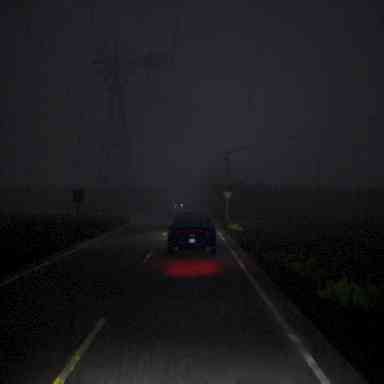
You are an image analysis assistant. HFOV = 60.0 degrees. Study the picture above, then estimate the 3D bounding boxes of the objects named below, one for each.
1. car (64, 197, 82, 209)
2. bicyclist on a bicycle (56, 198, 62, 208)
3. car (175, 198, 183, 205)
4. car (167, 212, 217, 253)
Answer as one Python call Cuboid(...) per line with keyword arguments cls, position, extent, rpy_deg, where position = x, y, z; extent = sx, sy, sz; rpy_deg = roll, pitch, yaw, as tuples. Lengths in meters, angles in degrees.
Cuboid(cls="car", position=(-17.204, 1.664, 47.807), extent=(1.905, 1.878, 3.866), rpy_deg=(0, -1, -31))
Cuboid(cls="bicyclist on a bicycle", position=(-20.653, 1.800, 51.081), extent=(0.582, 1.620, 1.656), rpy_deg=(0, -1, 24))
Cuboid(cls="car", position=(-3.170, 2.269, 79.794), extent=(1.812, 1.442, 4.674), rpy_deg=(0, -1, 0))
Cuboid(cls="car", position=(0.011, 1.614, 14.466), extent=(1.882, 1.535, 5.008), rpy_deg=(0, 0, 0))
